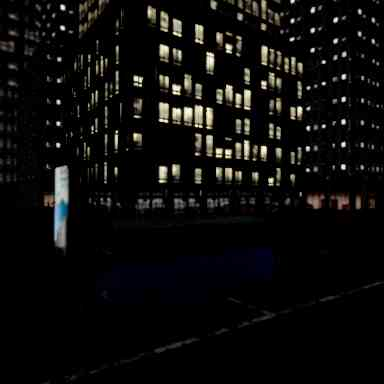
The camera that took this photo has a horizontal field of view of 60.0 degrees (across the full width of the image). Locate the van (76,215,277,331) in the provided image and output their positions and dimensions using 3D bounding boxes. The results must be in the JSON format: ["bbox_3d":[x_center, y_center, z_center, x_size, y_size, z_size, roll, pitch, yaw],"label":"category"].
[{"bbox_3d":[-0.100,1.375,6.649,3.998,1.788,1.690,1,0,-35],"label":"van"}]
